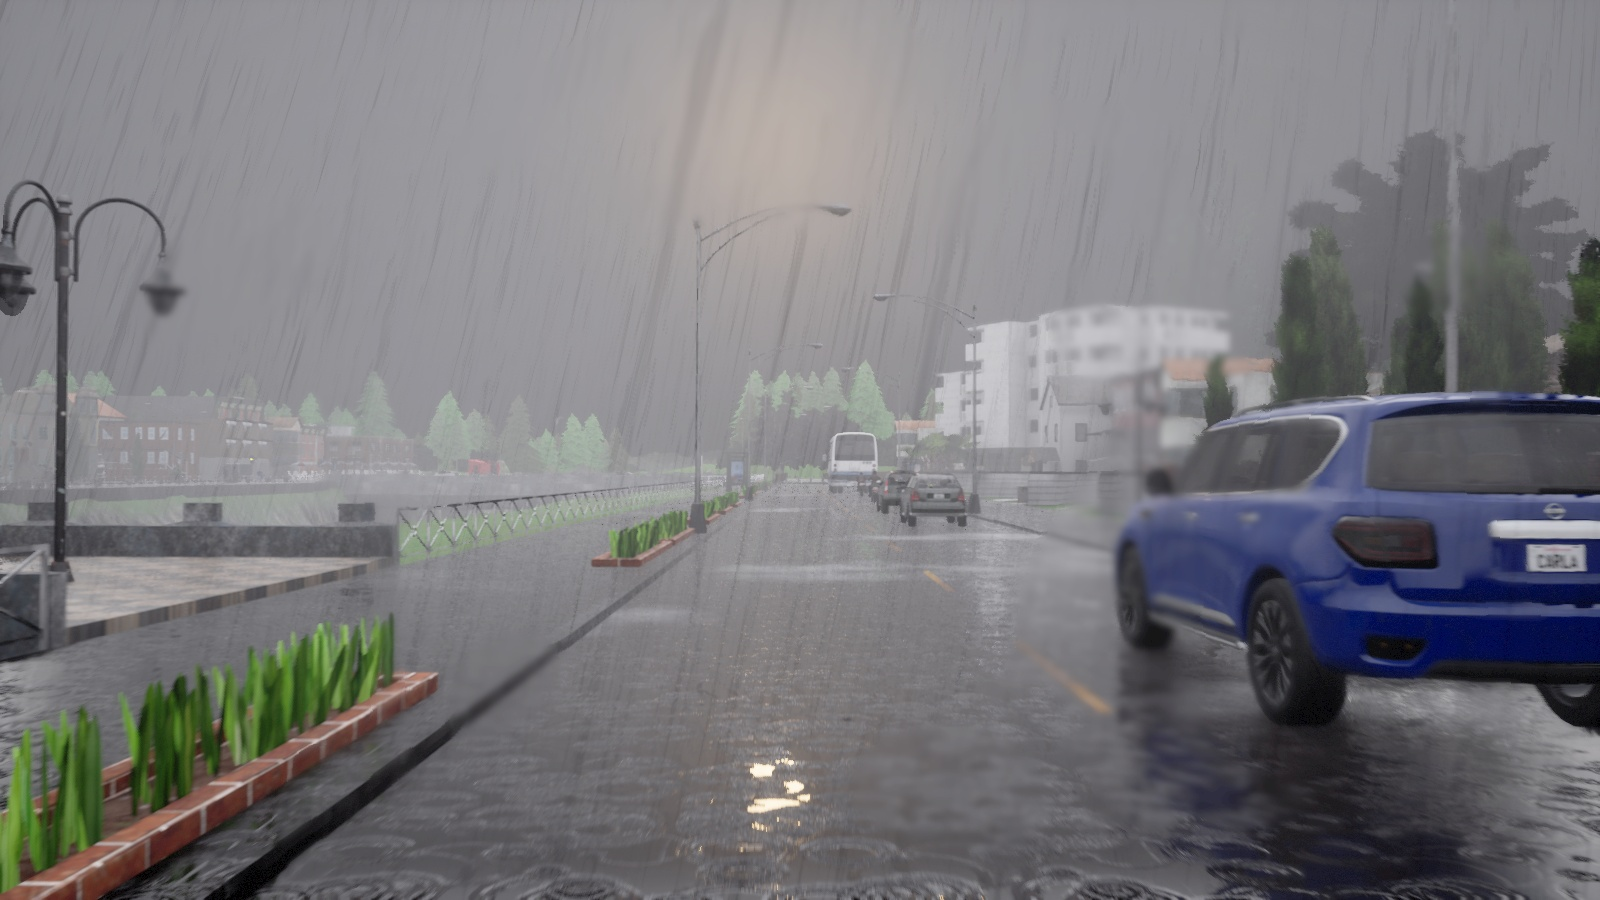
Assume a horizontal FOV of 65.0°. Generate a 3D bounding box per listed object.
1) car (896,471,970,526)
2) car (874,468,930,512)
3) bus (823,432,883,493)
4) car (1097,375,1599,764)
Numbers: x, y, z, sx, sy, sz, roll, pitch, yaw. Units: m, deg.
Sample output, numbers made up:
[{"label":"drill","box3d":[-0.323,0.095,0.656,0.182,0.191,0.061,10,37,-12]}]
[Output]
[{"label":"car","box3d":[3.913,1.403,37.348,1.789,1.549,3.705,0,-1,0]},{"label":"car","box3d":[3.886,1.508,48.426,1.851,1.617,3.988,0,-1,0]},{"label":"bus","box3d":[3.778,0.971,92.471,3.944,4.253,10.273,0,-1,0]},{"label":"car","box3d":[3.977,0.675,9.417,2.150,2.045,5.566,0,-1,0]}]
